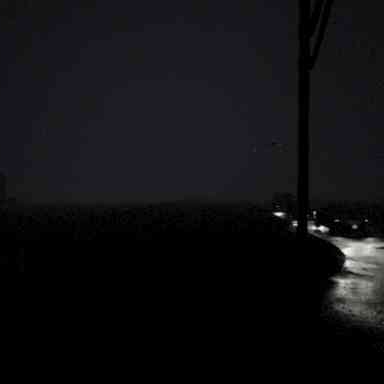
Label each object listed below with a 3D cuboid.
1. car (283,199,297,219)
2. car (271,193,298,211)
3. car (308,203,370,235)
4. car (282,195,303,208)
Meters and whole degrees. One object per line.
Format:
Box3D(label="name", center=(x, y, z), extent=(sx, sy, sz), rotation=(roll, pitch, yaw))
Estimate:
Box3D(label="car", center=(9.295, 1.523, 28.295), extent=(1.895, 1.301, 4.718), rotation=(0, 0, 7))
Box3D(label="car", center=(10.501, 1.140, 38.576), extent=(2.150, 2.045, 5.566), rotation=(0, 0, 7))
Box3D(label="car", center=(8.160, 1.418, 18.545), extent=(2.128, 1.511, 4.902), rotation=(0, 0, 6))
Box3D(label="car", center=(14.619, 1.282, 48.582), extent=(2.097, 1.767, 4.553), rotation=(0, 0, 6))
